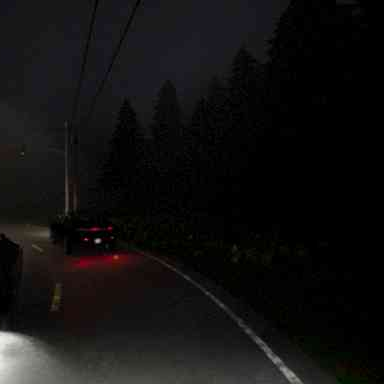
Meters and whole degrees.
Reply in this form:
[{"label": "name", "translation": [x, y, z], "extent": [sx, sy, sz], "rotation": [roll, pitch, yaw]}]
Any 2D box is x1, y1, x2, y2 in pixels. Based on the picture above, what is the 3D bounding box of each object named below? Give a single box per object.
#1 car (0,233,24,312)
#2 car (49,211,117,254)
[{"label": "car", "translation": [-4.848, 1.603, 7.215], "extent": [1.994, 1.385, 4.181], "rotation": [0, 0, -23]}, {"label": "car", "translation": [-4.697, 1.563, 14.036], "extent": [2.128, 1.511, 4.902], "rotation": [0, 0, -33]}]
